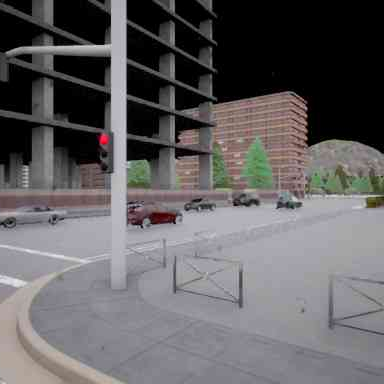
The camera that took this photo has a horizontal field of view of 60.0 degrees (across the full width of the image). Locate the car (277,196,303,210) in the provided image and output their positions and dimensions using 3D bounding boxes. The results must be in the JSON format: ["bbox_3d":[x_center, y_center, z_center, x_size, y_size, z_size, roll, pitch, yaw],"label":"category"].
[{"bbox_3d":[12.518,1.296,42.366,2.097,1.767,4.553,0,0,35],"label":"car"}]

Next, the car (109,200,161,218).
[{"bbox_3d":[-5.042,1.470,30.019,1.812,1.442,4.674,0,0,36],"label":"car"}]

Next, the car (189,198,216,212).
[{"bbox_3d":[0.953,1.449,38.483,1.837,1.490,4.892,0,0,35],"label":"car"}]

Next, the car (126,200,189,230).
[{"bbox_3d":[-2.590,1.422,20.999,1.882,1.535,5.008,0,0,35],"label":"car"}]

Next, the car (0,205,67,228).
[{"bbox_3d":[-10.817,1.545,21.886,1.895,1.301,4.718,0,0,35],"label":"car"}]

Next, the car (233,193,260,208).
[{"bbox_3d":[8.023,1.163,48.374,2.150,2.045,5.566,0,0,35],"label":"car"}]
